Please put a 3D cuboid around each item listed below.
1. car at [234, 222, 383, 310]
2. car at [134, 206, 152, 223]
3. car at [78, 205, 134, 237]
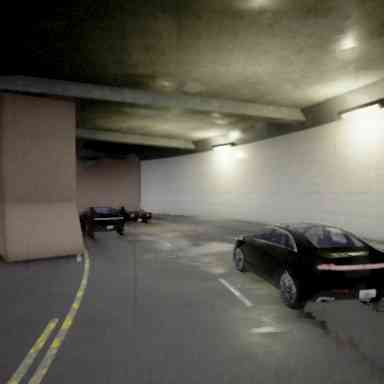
[{"bbox_3d":[2.444,1.466,7.854,2.128,1.511,4.902,0,0,-11],"label":"car"},{"bbox_3d":[-4.874,1.647,24.714,1.895,1.301,4.718,-1,0,-35],"label":"car"},{"bbox_3d":[-5.192,1.542,18.587,2.128,1.511,4.902,0,0,-28],"label":"car"}]
